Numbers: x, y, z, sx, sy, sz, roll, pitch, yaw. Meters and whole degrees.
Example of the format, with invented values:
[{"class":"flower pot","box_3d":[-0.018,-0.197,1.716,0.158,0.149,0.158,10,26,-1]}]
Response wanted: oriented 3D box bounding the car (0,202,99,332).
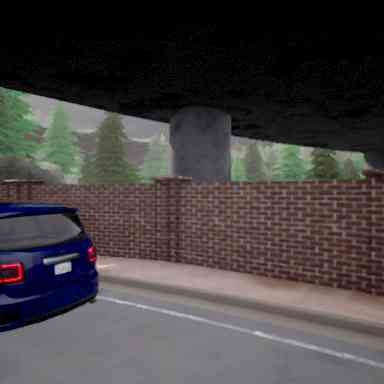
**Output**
[{"class":"car","box_3d":[-4.291,1.211,6.104,5.566,2.045,2.150,0,0,27]}]
